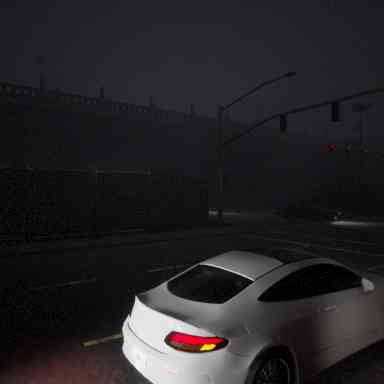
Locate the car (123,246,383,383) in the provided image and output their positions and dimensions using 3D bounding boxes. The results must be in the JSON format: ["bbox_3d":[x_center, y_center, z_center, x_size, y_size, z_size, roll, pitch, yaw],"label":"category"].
[{"bbox_3d":[1.343,1.526,4.745,4.674,1.442,1.812,0,0,-35],"label":"car"}]

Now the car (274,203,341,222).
[{"bbox_3d":[9.327,1.595,27.302,2.033,1.411,5.357,0,0,-36],"label":"car"}]
